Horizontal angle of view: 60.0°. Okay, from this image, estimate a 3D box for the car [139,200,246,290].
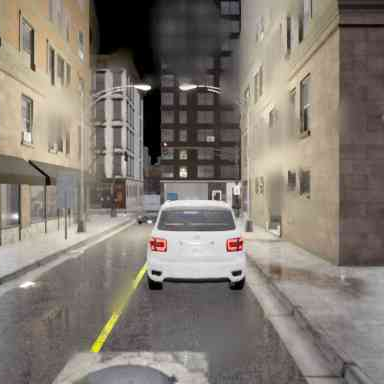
[{"bbox_3d":[0.090,1.221,9.215,2.150,2.045,5.566,0,0,0],"label":"car"}]

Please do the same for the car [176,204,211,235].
[{"bbox_3d":[0.060,1.524,19.538,1.812,1.442,4.674,0,0,0],"label":"car"}]

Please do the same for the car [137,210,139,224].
[{"bbox_3d":[-2.788,1.558,24.494,2.033,1.411,5.357,0,0,0],"label":"car"}]
